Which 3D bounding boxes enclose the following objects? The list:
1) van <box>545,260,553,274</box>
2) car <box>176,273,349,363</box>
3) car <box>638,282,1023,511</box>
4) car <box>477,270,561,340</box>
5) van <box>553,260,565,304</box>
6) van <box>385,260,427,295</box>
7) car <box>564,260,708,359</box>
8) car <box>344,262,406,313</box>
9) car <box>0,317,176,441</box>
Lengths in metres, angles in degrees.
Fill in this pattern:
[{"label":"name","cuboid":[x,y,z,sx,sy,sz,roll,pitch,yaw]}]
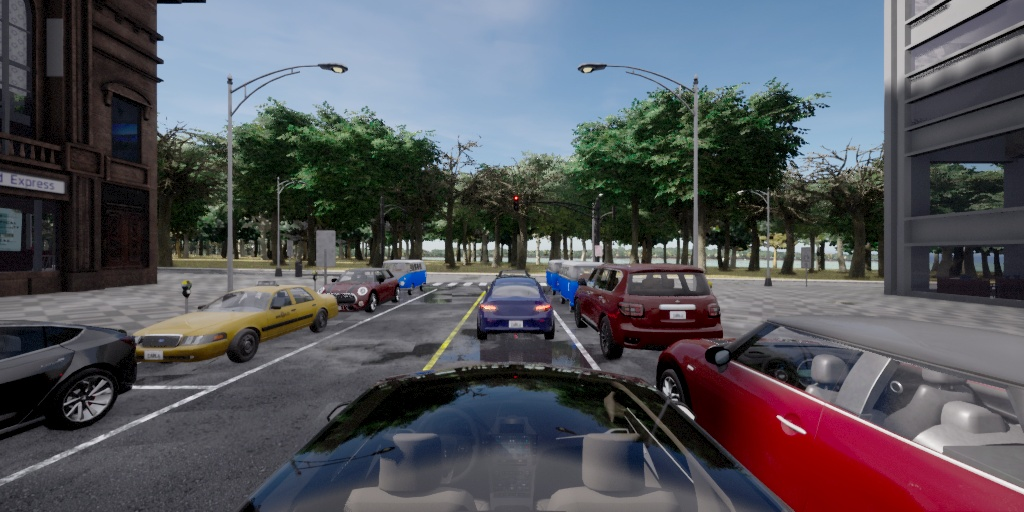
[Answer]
[{"label":"van","cuboid":[2.756,1.092,19.228,1.690,1.789,3.998,0,0,0]},{"label":"car","cuboid":[-5.765,1.275,8.180,1.751,1.417,4.829,0,0,0]},{"label":"car","cuboid":[2.762,1.190,2.915,1.967,1.591,4.097,0,0,0]},{"label":"car","cuboid":[0.095,1.276,9.890,1.812,1.442,4.674,0,0,0]},{"label":"van","cuboid":[2.758,1.091,13.790,1.690,1.789,3.998,0,0,0]},{"label":"van","cuboid":[-5.769,1.092,19.225,1.690,1.789,3.998,0,0,0]},{"label":"car","cuboid":[2.760,1.065,8.353,2.192,1.841,5.009,0,0,0]},{"label":"car","cuboid":[-5.767,1.190,13.787,1.967,1.591,4.097,0,0,0]},{"label":"car","cuboid":[-5.763,1.316,2.912,1.948,1.339,4.313,0,0,0]}]
